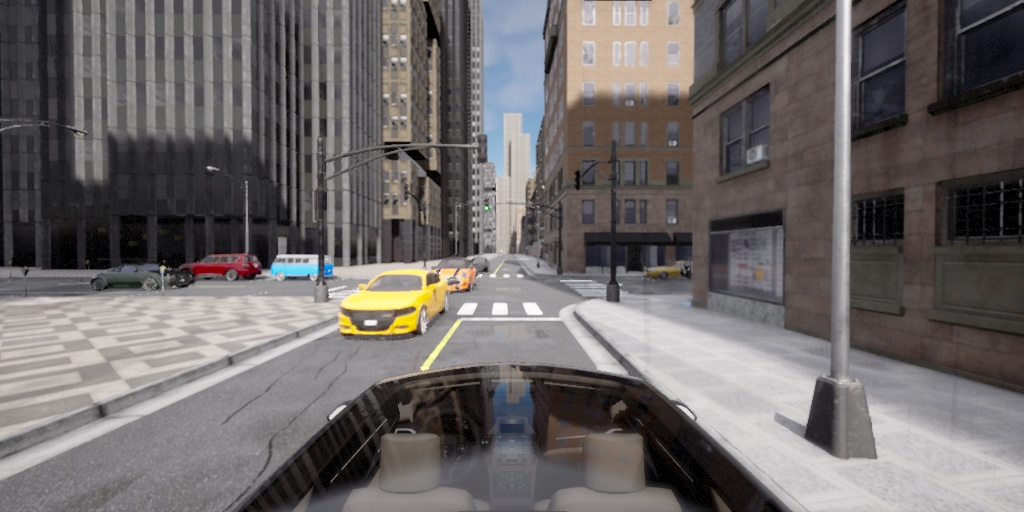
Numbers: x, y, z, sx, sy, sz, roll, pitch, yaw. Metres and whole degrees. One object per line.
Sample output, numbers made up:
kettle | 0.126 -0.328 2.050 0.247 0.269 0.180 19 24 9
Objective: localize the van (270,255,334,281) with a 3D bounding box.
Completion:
van | -14.808 0.825 25.382 3.998 1.789 1.690 0 0 -1

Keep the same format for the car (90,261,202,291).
car | -19.799 1.123 19.322 4.181 1.385 1.994 0 1 -1

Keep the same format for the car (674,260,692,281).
car | 13.916 0.683 23.144 5.566 2.045 2.150 0 1 0

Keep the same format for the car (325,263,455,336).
car | -3.029 1.125 10.160 1.882 1.535 5.008 0 1 0

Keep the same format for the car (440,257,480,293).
car | -3.058 0.871 18.938 2.097 1.767 4.553 0 1 0

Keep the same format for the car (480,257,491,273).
car | -3.110 0.854 34.621 1.882 1.535 5.008 0 2 0

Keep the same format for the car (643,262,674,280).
car | 12.035 0.957 25.887 4.829 1.417 1.751 0 0 -1

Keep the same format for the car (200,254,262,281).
car | -20.449 0.799 25.276 5.009 1.841 2.192 0 0 -1
